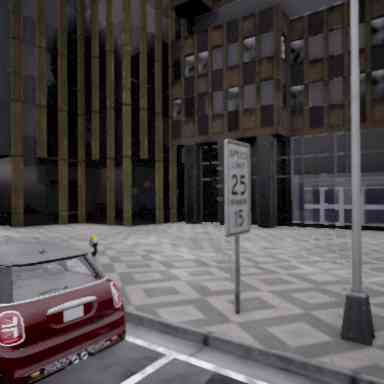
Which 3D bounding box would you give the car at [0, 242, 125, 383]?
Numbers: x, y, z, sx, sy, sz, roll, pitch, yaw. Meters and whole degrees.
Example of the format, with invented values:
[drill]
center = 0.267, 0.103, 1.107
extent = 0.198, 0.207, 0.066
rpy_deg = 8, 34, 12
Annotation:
[car]
center = -2.990, 1.494, 5.098
extent = 4.097, 1.590, 1.967
rpy_deg = -1, 0, 36
